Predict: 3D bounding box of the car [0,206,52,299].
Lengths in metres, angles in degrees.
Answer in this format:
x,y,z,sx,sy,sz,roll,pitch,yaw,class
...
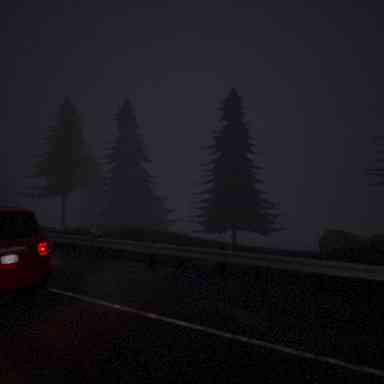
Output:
x,y,z,sx,sy,sz,roll,pitch,yaw,class
-5.506,1.344,7.584,5.566,2.045,2.150,-1,-1,35,car
